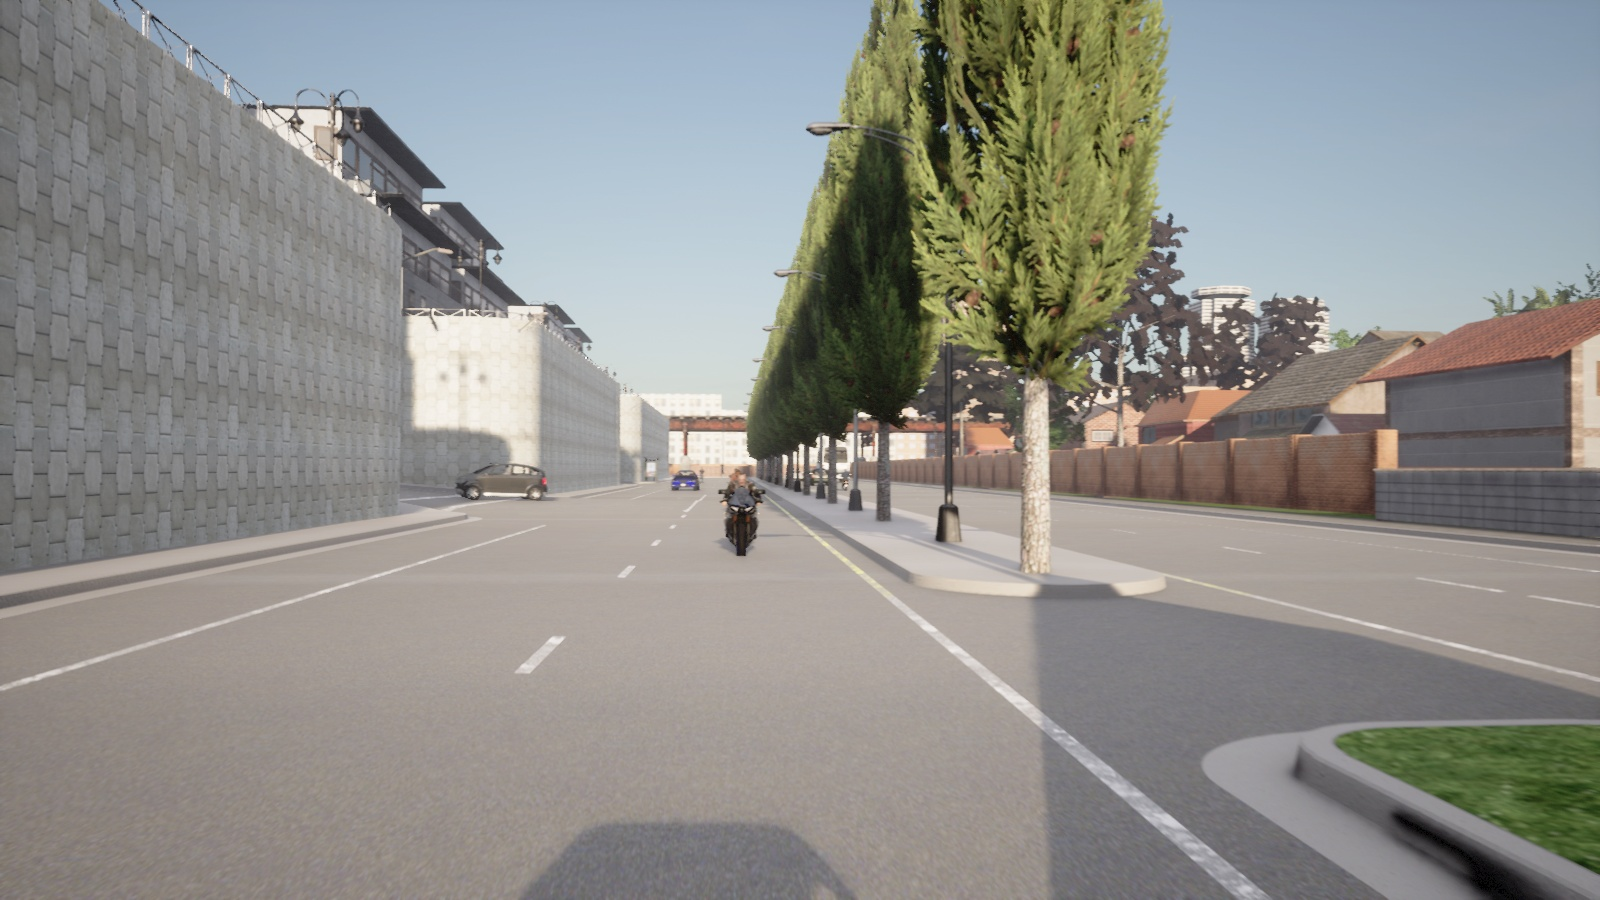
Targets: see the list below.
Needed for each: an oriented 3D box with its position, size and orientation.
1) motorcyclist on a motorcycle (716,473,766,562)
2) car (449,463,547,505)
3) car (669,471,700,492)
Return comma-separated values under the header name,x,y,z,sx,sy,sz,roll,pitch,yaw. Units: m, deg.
name,x,y,z,sx,sy,sz,roll,pitch,yaw
motorcyclist on a motorcycle,-1.086,1.201,23.028,0.866,1.530,2.191,0,-1,-3
car,-12.558,1.411,52.224,3.705,1.549,1.789,2,1,-23
car,-8.117,2.202,88.293,1.816,1.474,4.193,0,-1,0
